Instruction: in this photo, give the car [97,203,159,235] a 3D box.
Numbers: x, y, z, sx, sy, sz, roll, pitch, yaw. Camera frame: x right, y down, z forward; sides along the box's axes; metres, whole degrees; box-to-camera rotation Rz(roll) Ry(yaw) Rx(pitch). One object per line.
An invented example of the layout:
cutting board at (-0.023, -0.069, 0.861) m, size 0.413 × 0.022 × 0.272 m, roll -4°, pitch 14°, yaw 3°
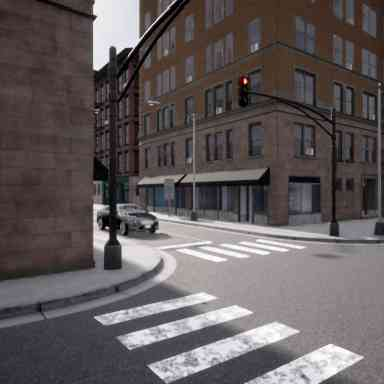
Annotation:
car at (-3.618, 1.395, 18.157) m, size 2.128 × 1.511 × 4.902 m, roll 0°, pitch 0°, yaw -37°
